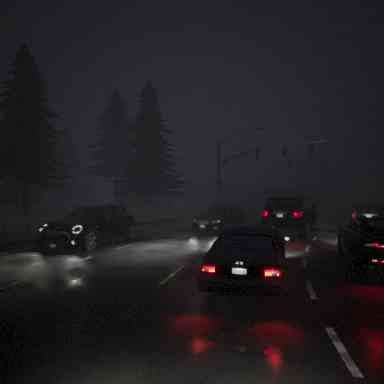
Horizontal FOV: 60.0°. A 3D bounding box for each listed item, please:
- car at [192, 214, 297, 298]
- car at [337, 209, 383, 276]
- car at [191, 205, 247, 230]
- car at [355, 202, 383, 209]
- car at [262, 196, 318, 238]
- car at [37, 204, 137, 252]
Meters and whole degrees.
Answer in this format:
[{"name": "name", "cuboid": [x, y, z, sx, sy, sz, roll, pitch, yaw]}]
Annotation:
[{"name": "car", "cuboid": [1.532, 1.547, 8.734, 2.033, 1.411, 5.357, 0, 0, 15]}, {"name": "car", "cuboid": [5.588, 1.492, 9.982, 2.128, 1.511, 4.902, 0, 0, 18]}, {"name": "car", "cuboid": [1.681, 1.493, 19.127, 2.128, 1.511, 4.902, 0, 0, 28]}, {"name": "car", "cuboid": [10.712, 1.352, 19.519, 2.097, 1.767, 4.553, 0, 0, 34]}, {"name": "car", "cuboid": [5.458, 1.221, 18.188, 2.150, 2.045, 5.566, 0, 0, 28]}, {"name": "car", "cuboid": [-4.239, 1.351, 14.080, 2.097, 1.767, 4.553, 0, 0, 21]}]
